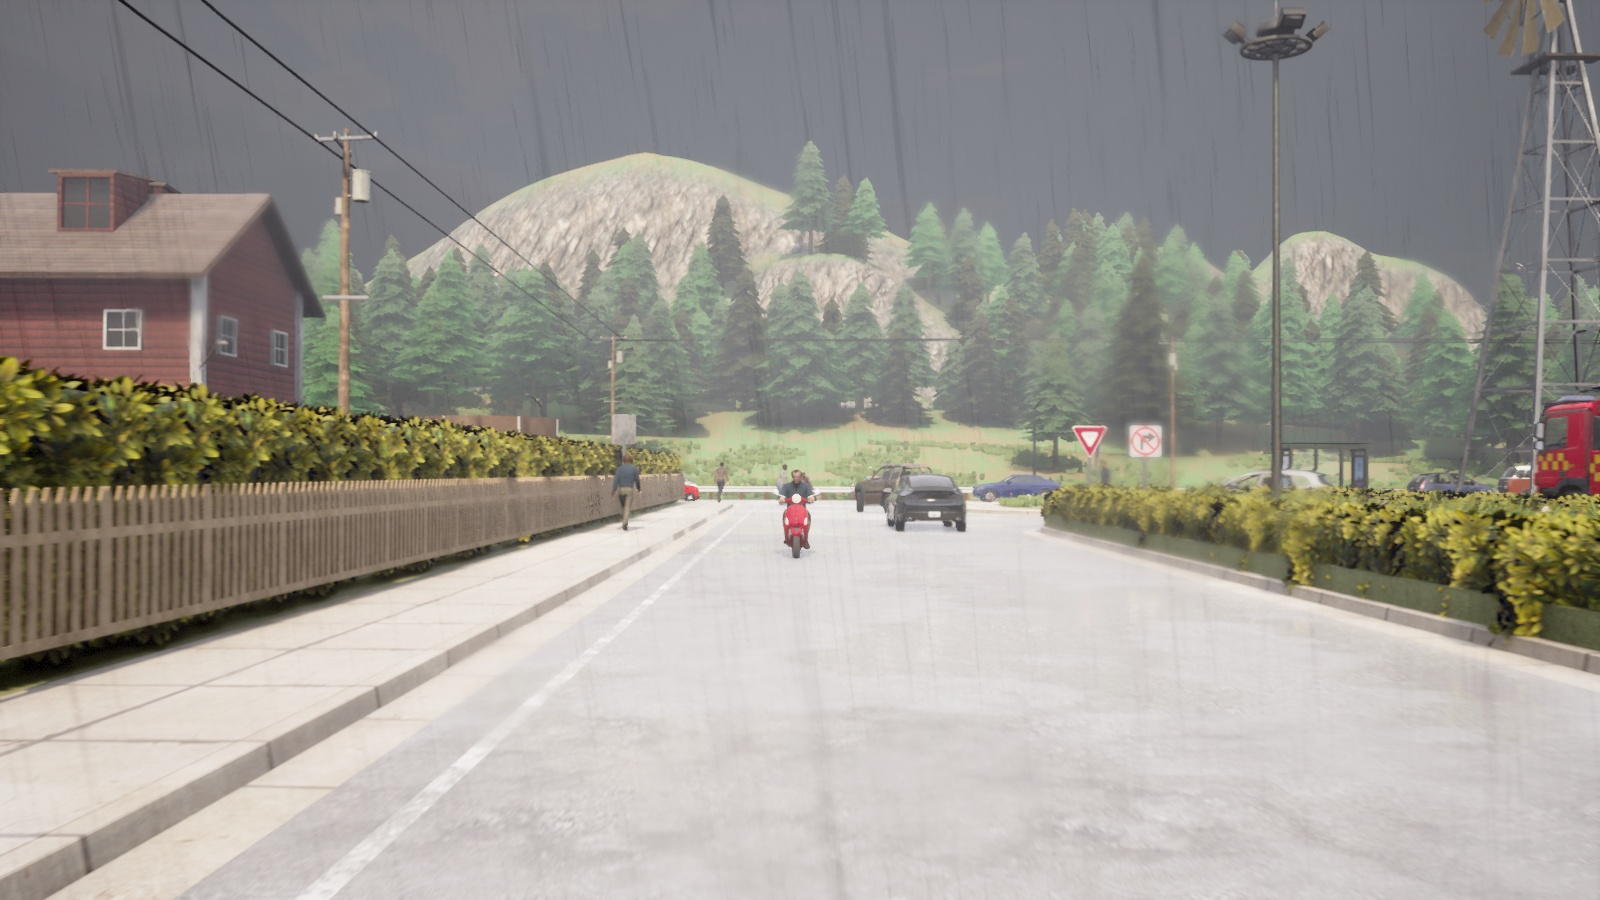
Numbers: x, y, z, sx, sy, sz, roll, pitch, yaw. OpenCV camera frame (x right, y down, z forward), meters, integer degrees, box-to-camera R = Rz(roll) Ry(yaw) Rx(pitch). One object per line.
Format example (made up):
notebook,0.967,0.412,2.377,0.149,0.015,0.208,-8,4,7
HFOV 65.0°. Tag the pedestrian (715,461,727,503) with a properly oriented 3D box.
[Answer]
pedestrian,-3.481,1.410,55.294,0.328,1.805,0.869,0,-1,11

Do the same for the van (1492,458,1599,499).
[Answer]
van,38.230,1.461,64.312,4.480,2.038,2.069,0,-1,11

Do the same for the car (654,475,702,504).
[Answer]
car,-5.924,1.918,61.114,2.207,1.376,1.481,0,-1,0

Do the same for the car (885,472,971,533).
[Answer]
car,3.418,1.383,34.379,1.837,1.490,4.892,0,-1,0

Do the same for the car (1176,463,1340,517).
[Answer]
car,14.881,1.283,40.843,4.611,1.667,2.242,-1,-1,33

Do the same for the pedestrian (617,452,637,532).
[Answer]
pedestrian,-4.049,0.979,29.417,0.370,1.835,0.726,0,-1,0

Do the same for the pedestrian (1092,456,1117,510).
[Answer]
pedestrian,11.076,1.194,45.688,0.788,1.949,0.423,0,-1,-22

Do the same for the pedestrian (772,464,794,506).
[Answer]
pedestrian,-0.747,1.534,55.633,0.900,1.855,0.874,0,-1,2

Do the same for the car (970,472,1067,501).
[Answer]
car,11.184,1.877,64.567,4.674,1.442,1.812,0,-1,0

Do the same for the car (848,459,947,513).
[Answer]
car,3.549,1.391,46.682,1.932,1.855,4.605,1,-3,-19

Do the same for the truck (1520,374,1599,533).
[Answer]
truck,20.679,0.057,29.226,2.891,3.827,8.468,0,-1,-1

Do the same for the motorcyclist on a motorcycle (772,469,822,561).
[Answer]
motorcyclist on a motorcycle,-0.055,1.151,22.866,0.866,1.590,1.817,0,-1,0

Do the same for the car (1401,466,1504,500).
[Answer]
car,31.668,1.608,61.012,3.988,1.617,1.851,0,-1,0
